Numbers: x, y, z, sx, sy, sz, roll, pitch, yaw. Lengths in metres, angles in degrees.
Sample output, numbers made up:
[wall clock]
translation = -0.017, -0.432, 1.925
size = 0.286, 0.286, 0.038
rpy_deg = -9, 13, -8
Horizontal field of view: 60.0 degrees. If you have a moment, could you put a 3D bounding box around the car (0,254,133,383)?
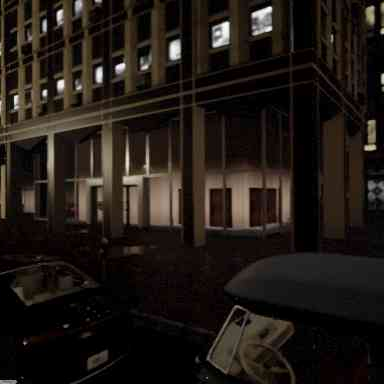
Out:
[car]
translation = -2.796, 1.597, 4.871
size = 4.403, 1.369, 2.008
rpy_deg = -1, 0, 36

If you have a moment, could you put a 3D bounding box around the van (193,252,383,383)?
[van]
translation = 1.800, 1.335, 1.591
size = 3.998, 1.788, 1.690
rpy_deg = -1, 0, 36
